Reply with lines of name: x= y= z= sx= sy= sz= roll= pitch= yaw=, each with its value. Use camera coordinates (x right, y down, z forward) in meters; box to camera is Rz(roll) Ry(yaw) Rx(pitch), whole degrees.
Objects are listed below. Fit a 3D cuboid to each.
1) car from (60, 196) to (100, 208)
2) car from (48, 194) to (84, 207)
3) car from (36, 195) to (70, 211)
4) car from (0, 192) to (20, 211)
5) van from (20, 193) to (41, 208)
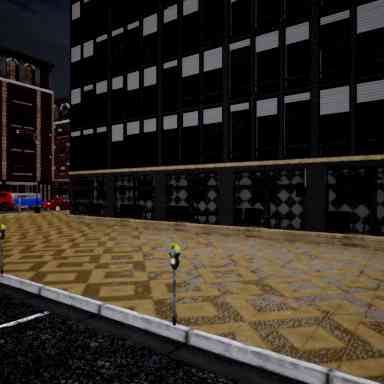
car: x=-14.454 y=1.239 z=43.191 sx=1.895 sy=1.301 sz=4.718 roll=0 pitch=1 yaw=35
car: x=-16.737 y=1.079 z=44.207 sx=1.967 sy=1.590 sz=4.097 roll=1 pitch=1 yaw=35
car: x=-13.495 y=1.269 z=35.083 sx=1.887 sy=1.381 sz=4.507 roll=1 pitch=1 yaw=35
car: x=-21.029 y=1.002 z=33.749 sx=2.150 sy=2.045 sz=5.566 roll=0 pitch=1 yaw=35
van: x=-19.972 y=1.050 z=39.566 sx=1.690 sy=1.788 sz=3.998 roll=1 pitch=1 yaw=35
